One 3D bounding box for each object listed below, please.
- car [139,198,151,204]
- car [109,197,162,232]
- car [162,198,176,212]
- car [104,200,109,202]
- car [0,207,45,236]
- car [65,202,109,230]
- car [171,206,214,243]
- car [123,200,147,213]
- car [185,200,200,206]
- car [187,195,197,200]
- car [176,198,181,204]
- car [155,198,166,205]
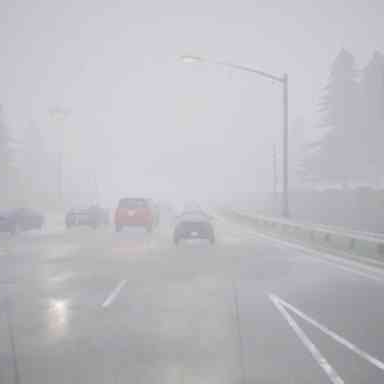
[{"bbox_3d":[-10.517,2.034,74.340,1.994,1.385,4.181,0,0,0],"label":"car"},{"bbox_3d":[-3.405,1.359,21.297,2.150,2.045,5.566,0,0,0],"label":"car"},{"bbox_3d":[-3.408,1.798,42.123,1.812,1.442,4.674,0,-1,0],"label":"car"},{"bbox_3d":[-10.409,1.801,42.133,1.812,1.442,4.674,0,-1,0],"label":"car"},{"bbox_3d":[-10.405,1.608,19.498,1.882,1.535,5.008,0,0,0],"label":"car"},{"bbox_3d":[-6.906,1.638,22.419,2.128,1.511,4.902,0,0,0],"label":"car"},{"bbox_3d":[0.097,1.632,16.501,1.812,1.442,4.674,0,0,0],"label":"car"},{"bbox_3d":[-6.909,1.757,41.138,2.128,1.511,4.902,0,-1,0],"label":"car"},{"bbox_3d":[0.093,1.832,35.877,1.895,1.301,4.718,0,0,0],"label":"car"},{"bbox_3d":[-0.016,1.963,72.259,1.837,1.490,4.892,0,0,0],"label":"car"},{"bbox_3d":[-3.517,2.034,74.758,1.994,1.385,4.181,0,0,0],"label":"car"},{"bbox_3d":[-7.016,2.072,73.954,1.895,1.301,4.718,0,0,0],"label":"car"}]
